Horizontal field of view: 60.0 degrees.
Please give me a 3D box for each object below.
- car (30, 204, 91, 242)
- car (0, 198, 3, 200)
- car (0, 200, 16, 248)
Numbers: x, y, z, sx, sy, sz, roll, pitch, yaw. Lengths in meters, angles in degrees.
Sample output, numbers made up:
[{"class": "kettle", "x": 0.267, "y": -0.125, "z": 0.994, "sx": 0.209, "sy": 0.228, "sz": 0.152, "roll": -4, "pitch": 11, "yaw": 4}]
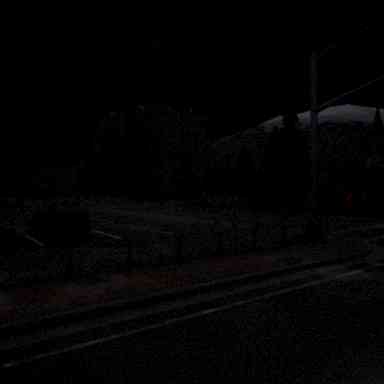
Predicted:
[{"class": "car", "x": -6.168, "y": 1.333, "z": 15.450, "sx": 2.007, "sy": 1.523, "sz": 4.514, "roll": 0, "pitch": 0, "yaw": -36}, {"class": "car", "x": -21.420, "y": 1.367, "z": 36.549, "sx": 1.845, "sy": 1.501, "sz": 3.633, "roll": 0, "pitch": 0, "yaw": -36}, {"class": "car", "x": -8.680, "y": 1.329, "z": 13.571, "sx": 2.152, "sy": 1.636, "sz": 5.027, "roll": 0, "pitch": 0, "yaw": -36}]
